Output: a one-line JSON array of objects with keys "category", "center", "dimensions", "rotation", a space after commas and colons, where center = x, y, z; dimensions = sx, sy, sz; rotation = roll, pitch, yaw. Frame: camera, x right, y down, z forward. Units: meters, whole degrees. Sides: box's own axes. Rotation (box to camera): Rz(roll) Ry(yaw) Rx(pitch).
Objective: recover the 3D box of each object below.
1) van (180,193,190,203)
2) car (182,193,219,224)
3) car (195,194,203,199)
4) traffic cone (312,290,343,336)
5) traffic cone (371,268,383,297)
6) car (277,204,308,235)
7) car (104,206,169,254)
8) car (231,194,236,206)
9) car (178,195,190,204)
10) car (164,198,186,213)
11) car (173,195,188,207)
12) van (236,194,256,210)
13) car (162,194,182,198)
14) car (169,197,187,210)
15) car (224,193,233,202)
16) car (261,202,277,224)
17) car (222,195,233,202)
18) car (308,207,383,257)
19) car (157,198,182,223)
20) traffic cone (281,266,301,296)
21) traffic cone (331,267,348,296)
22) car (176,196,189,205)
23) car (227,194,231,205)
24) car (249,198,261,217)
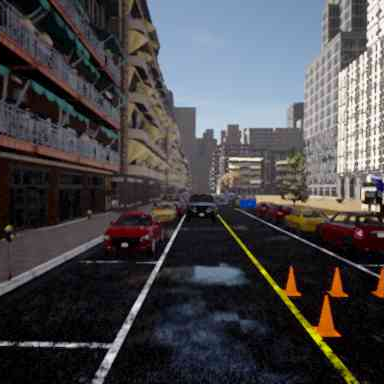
[{"category": "van", "center": [-1.237, 1.026, 62.714], "dimensions": [1.690, 1.788, 3.998], "rotation": [0, 0, 1]}, {"category": "car", "center": [0.680, 1.101, 24.296], "dimensions": [2.150, 2.045, 5.566], "rotation": [1, 0, 1]}, {"category": "car", "center": [1.884, 1.187, 86.721], "dimensions": [1.994, 1.385, 4.181], "rotation": [1, 0, 1]}, {"category": "traffic cone", "center": [2.148, 1.947, 5.325], "dimensions": [0.340, 0.580, 0.340], "rotation": [1, 0, 1]}, {"category": "traffic cone", "center": [4.184, 1.956, 7.289], "dimensions": [0.340, 0.580, 0.340], "rotation": [1, 0, 1]}, {"category": "car", "center": [6.350, 1.489, 18.528], "dimensions": [1.752, 1.417, 4.829], "rotation": [0, 0, 1]}, {"category": "car", "center": [-2.131, 1.454, 12.983], "dimensions": [1.887, 1.381, 4.507], "rotation": [0, 0, 1]}, {"category": "car", "center": [6.847, 1.360, 46.156], "dimensions": [1.752, 1.417, 4.829], "rotation": [0, 0, 1]}, {"category": "car", "center": [-1.336, 1.252, 57.189], "dimensions": [1.887, 1.381, 4.507], "rotation": [0, 0, 1]}, {"category": "car", "center": [-1.733, 1.353, 35.086], "dimensions": [2.008, 1.369, 4.403], "rotation": [0, 0, 1]}, {"category": "car", "center": [-1.534, 1.193, 46.136], "dimensions": [1.967, 1.590, 4.097], "rotation": [0, 0, 1]}, {"category": "van", "center": [6.745, 1.201, 40.460], "dimensions": [1.690, 1.788, 3.998], "rotation": [0, 0, 1]}, {"category": "car", "center": [-1.833, 1.143, 29.559], "dimensions": [2.192, 1.841, 5.009], "rotation": [0, 0, 1]}, {"category": "car", "center": [-1.634, 1.328, 40.612], "dimensions": [2.008, 1.369, 4.403], "rotation": [0, 0, 1]}, {"category": "car", "center": [7.042, 1.230, 57.038], "dimensions": [1.967, 1.590, 4.097], "rotation": [0, 0, 1]}, {"category": "car", "center": [6.446, 1.519, 23.885], "dimensions": [1.802, 1.307, 4.206], "rotation": [0, 0, 1]}, {"category": "car", "center": [7.243, 1.271, 68.259], "dimensions": [1.752, 1.417, 4.829], "rotation": [0, 0, 1]}, {"category": "car", "center": [6.248, 1.432, 12.832], "dimensions": [1.967, 1.590, 4.097], "rotation": [0, 0, 1]}, {"category": "car", "center": [-1.936, 1.381, 23.865], "dimensions": [1.752, 1.417, 4.829], "rotation": [0, 0, 1]}, {"category": "traffic cone", "center": [2.184, 1.937, 7.325], "dimensions": [0.340, 0.580, 0.340], "rotation": [1, 0, 1]}, {"category": "traffic cone", "center": [3.184, 1.946, 7.306], "dimensions": [0.340, 0.580, 0.340], "rotation": [1, 0, 1]}, {"category": "car", "center": [-1.436, 1.295, 51.663], "dimensions": [1.947, 1.339, 4.313], "rotation": [0, 0, 1]}, {"category": "car", "center": [6.943, 1.378, 51.513], "dimensions": [1.947, 1.339, 4.313], "rotation": [0, 0, 1]}, {"category": "car", "center": [6.545, 1.493, 29.410], "dimensions": [1.802, 1.307, 4.206], "rotation": [0, 0, 1]}]
